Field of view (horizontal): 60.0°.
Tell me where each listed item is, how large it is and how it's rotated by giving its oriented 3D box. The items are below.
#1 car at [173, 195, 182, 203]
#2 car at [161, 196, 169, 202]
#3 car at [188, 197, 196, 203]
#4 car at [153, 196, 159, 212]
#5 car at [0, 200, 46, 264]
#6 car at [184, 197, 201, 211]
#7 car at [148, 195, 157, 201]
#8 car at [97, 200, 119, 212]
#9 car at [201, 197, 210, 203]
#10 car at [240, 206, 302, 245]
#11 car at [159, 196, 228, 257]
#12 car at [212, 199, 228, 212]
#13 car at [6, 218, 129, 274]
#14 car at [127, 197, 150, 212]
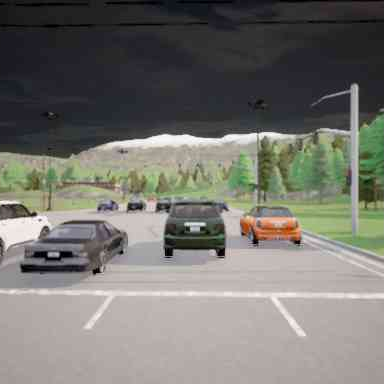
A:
[{"bbox_3d":[-3.510,1.737,83.604,2.097,1.767,4.553,0,0,0],"label":"car"},{"bbox_3d":[-7.011,1.925,87.530,1.812,1.442,4.674,0,0,0],"label":"car"},{"bbox_3d":[-0.010,1.966,81.240,1.895,1.301,4.718,0,0,0],"label":"car"},{"bbox_3d":[-3.404,1.668,41.671,1.882,1.535,5.008,0,0,0],"label":"car"},{"bbox_3d":[-6.901,1.277,11.464,2.150,2.045,5.566,0,0,0],"label":"car"},{"bbox_3d":[0.095,1.553,43.905,2.097,1.767,4.553,0,0,0],"label":"car"},{"bbox_3d":[-10.511,1.753,86.829,2.097,1.767,4.553,0,0,0],"label":"car"},{"bbox_3d":[-10.405,1.716,41.303,1.812,1.442,4.674,0,0,0],"label":"car"},{"bbox_3d":[3.489,1.929,85.282,2.033,1.411,5.357,0,0,0],"label":"car"},{"bbox_3d":[3.597,1.425,16.004,2.097,1.767,4.553,0,0,0],"label":"car"},{"bbox_3d":[0.098,1.284,13.302,2.150,2.045,5.566,0,0,0],"label":"car"},{"bbox_3d":[3.596,1.724,43.504,1.812,1.442,4.674,0,0,0],"label":"car"},{"bbox_3d":[-3.402,1.597,10.677,2.033,1.411,5.357,0,0,0],"label":"car"},{"bbox_3d":[-6.904,1.670,41.907,1.882,1.535,5.008,0,0,0],"label":"car"}]
